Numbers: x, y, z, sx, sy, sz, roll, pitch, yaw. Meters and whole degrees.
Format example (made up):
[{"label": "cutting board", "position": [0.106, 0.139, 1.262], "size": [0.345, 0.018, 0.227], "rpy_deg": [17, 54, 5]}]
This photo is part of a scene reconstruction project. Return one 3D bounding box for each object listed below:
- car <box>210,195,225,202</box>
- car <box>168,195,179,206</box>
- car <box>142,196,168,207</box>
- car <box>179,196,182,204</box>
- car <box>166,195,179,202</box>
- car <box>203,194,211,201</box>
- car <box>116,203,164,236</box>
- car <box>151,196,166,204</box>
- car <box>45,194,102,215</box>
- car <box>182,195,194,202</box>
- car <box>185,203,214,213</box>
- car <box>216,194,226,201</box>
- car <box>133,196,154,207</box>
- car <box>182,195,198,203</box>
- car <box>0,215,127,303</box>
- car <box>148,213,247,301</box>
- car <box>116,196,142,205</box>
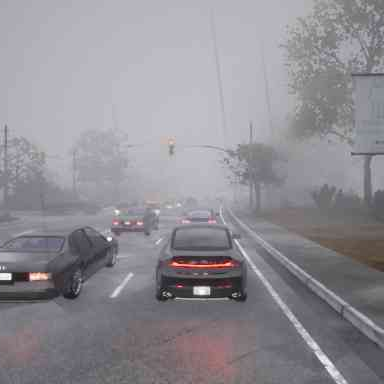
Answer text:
[{"label": "car", "position": [5.855, 1.519, 75.310], "size": [1.812, 1.442, 4.674], "rpy_deg": [0, 0, 9]}, {"label": "car", "position": [-3.943, 1.564, 55.249], "size": [1.994, 1.385, 4.181], "rpy_deg": [0, 0, 6]}, {"label": "car", "position": [-4.954, 1.477, 45.365], "size": [1.882, 1.535, 5.008], "rpy_deg": [0, 0, 5]}, {"label": "car", "position": [-2.697, 1.491, 65.157], "size": [2.128, 1.511, 4.902], "rpy_deg": [0, 0, 8]}, {"label": "car", "position": [-4.490, 1.494, 77.119], "size": [1.837, 1.490, 4.892], "rpy_deg": [0, 0, 9]}, {"label": "car", "position": [4.017, 1.355, 85.640], "size": [2.097, 1.767, 4.553], "rpy_deg": [0, 0, 10]}, {"label": "car", "position": [-3.014, 1.547, 18.475], "size": [2.033, 1.411, 5.357], "rpy_deg": [0, 0, 2]}, {"label": "car", "position": [-6.359, 1.526, 64.180], "size": [1.812, 1.442, 4.674], "rpy_deg": [0, 0, 8]}, {"label": "car", "position": [-12.105, 1.222, 34.115], "size": [5.566, 2.045, 2.150], "rpy_deg": [0, 0, -2]}, {"label": "car", "position": [-0.841, 1.515, 77.793], "size": [2.128, 1.511, 4.902], "rpy_deg": [0, 0, 9]}, {"label": "car", "position": [0.460, 1.526, 17.573], "size": [1.812, 1.442, 4.674], "rpy_deg": [0, 0, 4]}, {"label": "car", "position": [7.533, 1.393, 85.435], "size": [2.128, 1.511, 4.902], "rpy_deg": [0, 0, 10]}, {"label": "car", "position": [-7.674, 1.491, 53.323], "size": [2.128, 1.511, 4.902], "rpy_deg": [0, 0, 6]}, {"label": "car", "position": [0.001, 1.505, 57.159], "size": [1.837, 1.490, 4.892], "rpy_deg": [0, 0, 6]}, {"label": "car", "position": [-3.297, 1.547, 8.408], "size": [2.033, 1.411, 5.357], "rpy_deg": [0, 0, 1]}, {"label": "car", "position": [0.214, 1.505, 8.326], "size": [1.837, 1.490, 4.892], "rpy_deg": [0, 0, 1]}, {"label": "car", "position": [-8.553, 1.352, 44.377], "size": [2.097, 1.767, 4.553], "rpy_deg": [0, 0, 5]}]
